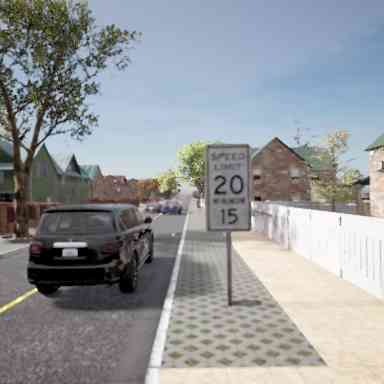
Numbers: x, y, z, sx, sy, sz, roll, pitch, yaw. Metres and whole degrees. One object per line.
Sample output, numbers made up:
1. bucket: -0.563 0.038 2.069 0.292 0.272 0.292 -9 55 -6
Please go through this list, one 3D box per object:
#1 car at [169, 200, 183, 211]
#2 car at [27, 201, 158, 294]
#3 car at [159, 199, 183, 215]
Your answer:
1. car: -2.382 1.978 50.135 1.882 1.535 5.008 -1 -1 0
2. car: -2.400 1.315 9.237 2.150 2.045 5.566 -1 -1 0
3. car: -2.338 1.752 39.872 2.097 1.767 4.553 -1 -1 1
